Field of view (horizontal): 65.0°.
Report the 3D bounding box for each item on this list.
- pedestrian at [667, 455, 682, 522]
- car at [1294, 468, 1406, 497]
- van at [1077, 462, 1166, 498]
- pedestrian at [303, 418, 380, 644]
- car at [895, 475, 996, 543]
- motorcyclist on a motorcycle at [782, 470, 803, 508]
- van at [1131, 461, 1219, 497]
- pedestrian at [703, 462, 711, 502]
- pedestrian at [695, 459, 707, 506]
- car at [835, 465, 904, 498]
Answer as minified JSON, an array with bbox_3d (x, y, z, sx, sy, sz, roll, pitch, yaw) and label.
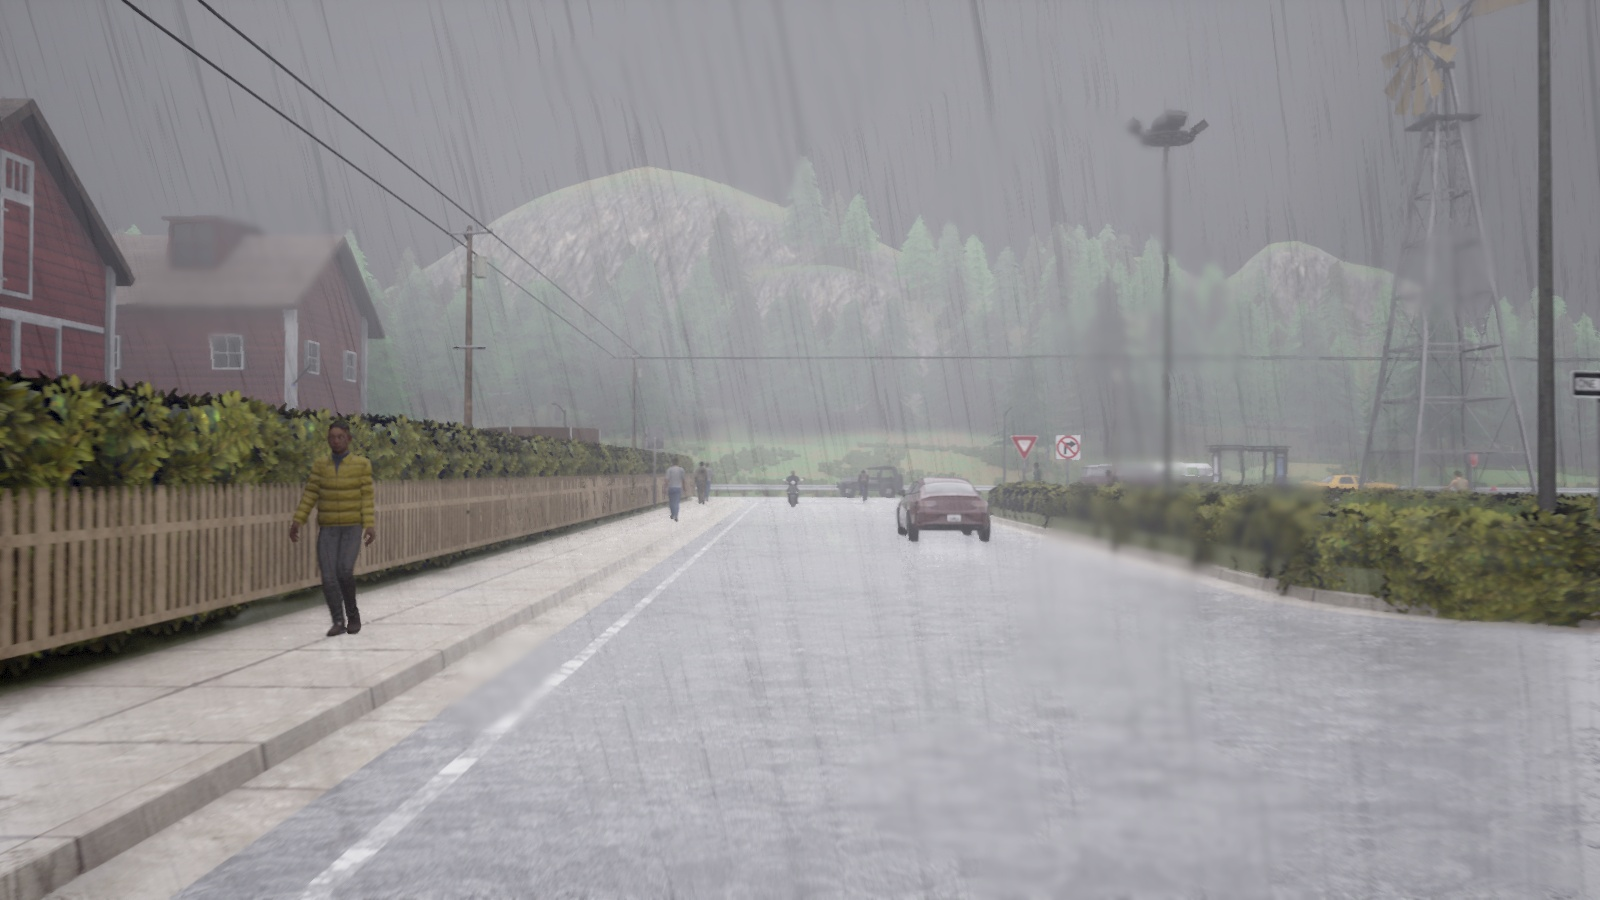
[{"bbox_3d":[-3.506,1.072,35.051,0.354,1.836,0.706,0,-1,-10],"label":"pedestrian"},{"bbox_3d":[30.371,1.781,69.412,5.366,1.575,1.801,0,-1,0],"label":"car"},{"bbox_3d":[17.728,1.650,69.408,4.442,1.987,1.775,0,-1,0],"label":"van"},{"bbox_3d":[-3.866,0.665,10.620,0.431,1.840,0.709,0,-1,-4],"label":"pedestrian"},{"bbox_3d":[3.330,1.321,29.580,1.812,1.442,4.674,0,-1,0],"label":"car"},{"bbox_3d":[-0.309,1.667,53.642,0.866,1.590,1.817,0,-1,0],"label":"motorcyclist on a motorcycle"},{"bbox_3d":[21.717,1.662,72.910,4.480,2.038,2.069,0,-1,0],"label":"van"},{"bbox_3d":[-4.319,1.462,58.124,0.354,1.836,0.706,0,-1,-2],"label":"pedestrian"},{"bbox_3d":[-4.107,1.362,52.172,0.396,1.930,0.692,0,-1,-12],"label":"pedestrian"},{"bbox_3d":[4.013,1.813,72.899,3.866,1.878,1.905,0,-1,0],"label":"car"}]
